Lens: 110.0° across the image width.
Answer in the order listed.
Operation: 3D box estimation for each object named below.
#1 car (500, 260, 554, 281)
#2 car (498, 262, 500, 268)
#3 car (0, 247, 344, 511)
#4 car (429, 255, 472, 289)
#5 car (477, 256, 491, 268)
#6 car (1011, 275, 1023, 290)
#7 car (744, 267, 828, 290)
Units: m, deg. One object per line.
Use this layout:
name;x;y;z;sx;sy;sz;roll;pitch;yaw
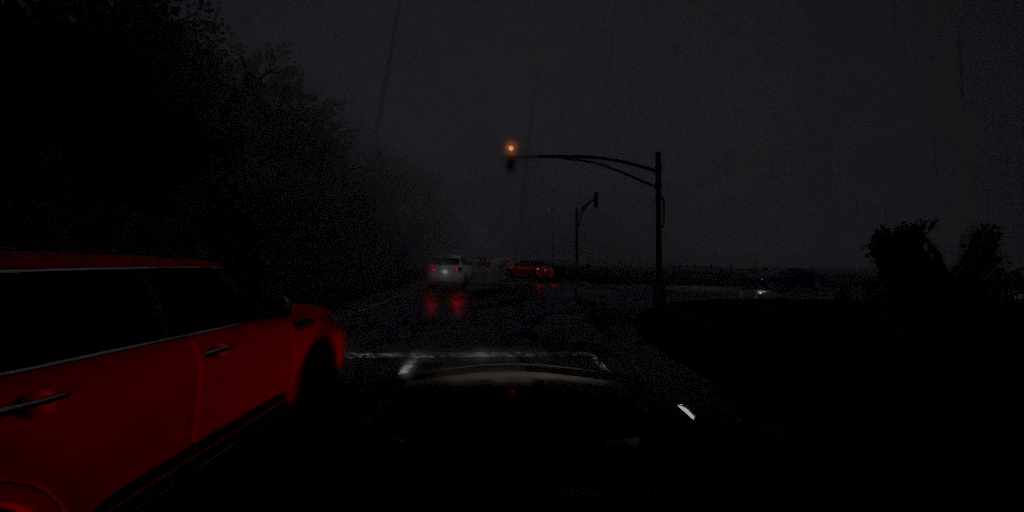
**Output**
car;1.412;1.116;30.436;2.097;1.767;4.553;0;0;-38
car;-1.259;1.300;59.338;2.033;1.411;5.357;0;0;-1
car;-3.425;0.971;2.780;2.150;2.045;5.566;0;0;-2
car;-3.906;0.976;23.376;2.150;2.045;5.566;0;0;-1
car;-4.824;0.974;62.085;2.150;2.045;5.566;0;0;-1
car;37.891;1.576;24.829;4.553;1.767;2.097;1;-1;-1
car;18.580;1.491;24.469;5.008;1.535;1.882;0;-1;-1
